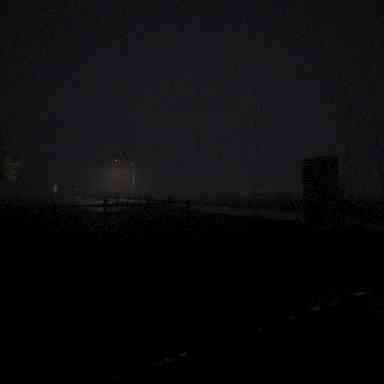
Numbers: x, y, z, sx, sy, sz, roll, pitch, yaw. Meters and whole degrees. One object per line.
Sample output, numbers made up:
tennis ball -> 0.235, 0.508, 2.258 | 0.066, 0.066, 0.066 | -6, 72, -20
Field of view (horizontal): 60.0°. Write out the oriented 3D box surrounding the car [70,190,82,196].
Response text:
car -> -29.775, 0.316, 85.314 | 1.837, 1.490, 4.892 | -1, 1, -35
